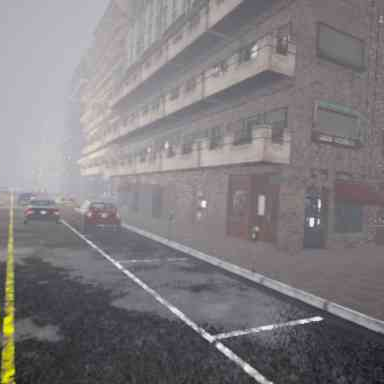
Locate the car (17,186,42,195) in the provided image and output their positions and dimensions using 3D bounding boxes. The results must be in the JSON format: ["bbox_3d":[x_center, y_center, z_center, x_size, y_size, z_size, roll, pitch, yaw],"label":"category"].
[{"bbox_3d":[-17.428,0.430,35.387,1.882,1.535,5.008,4,0,-28],"label":"car"}]

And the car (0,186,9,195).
[{"bbox_3d":[-31.186,-0.342,54.966,2.033,1.411,5.357,4,0,-28],"label":"car"}]

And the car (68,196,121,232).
[{"bbox_3d":[-5.200,1.140,17.965,1.967,1.590,4.097,4,0,-28],"label":"car"}]

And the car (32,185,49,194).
[{"bbox_3d":[-23.621,0.027,52.145,1.967,1.590,4.097,4,0,-28],"label":"car"}]

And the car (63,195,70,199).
[{"bbox_3d":[-10.550,0.903,27.880,1.752,1.417,4.829,4,0,-28],"label":"car"}]

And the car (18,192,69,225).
[{"bbox_3d":[-8.735,1.026,19.202,2.033,1.411,5.357,4,0,-28],"label":"car"}]
